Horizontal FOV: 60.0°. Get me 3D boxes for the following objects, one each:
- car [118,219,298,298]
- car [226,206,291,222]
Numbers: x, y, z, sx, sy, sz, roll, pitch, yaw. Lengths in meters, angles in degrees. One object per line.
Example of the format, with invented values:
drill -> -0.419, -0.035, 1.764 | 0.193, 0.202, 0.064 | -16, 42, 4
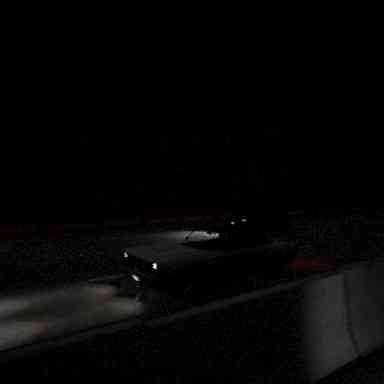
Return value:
car -> 0.566, 1.605, 8.686 | 4.718, 1.301, 1.895 | 0, 0, -35
car -> 3.898, 1.558, 19.657 | 4.181, 1.385, 1.994 | 0, 0, -35
